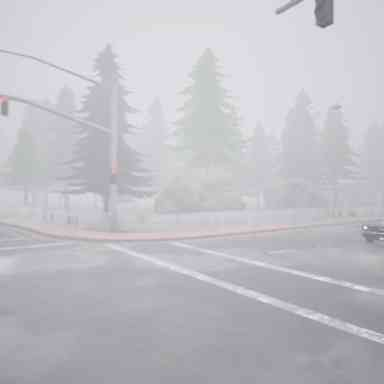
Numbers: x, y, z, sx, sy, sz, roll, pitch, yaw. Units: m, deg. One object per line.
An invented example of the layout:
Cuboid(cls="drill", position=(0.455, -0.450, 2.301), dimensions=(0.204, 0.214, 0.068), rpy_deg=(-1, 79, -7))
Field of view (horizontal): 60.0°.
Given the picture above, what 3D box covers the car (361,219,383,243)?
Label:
Cuboid(cls="car", position=(9.777, 1.647, 15.260), dimensions=(4.718, 1.301, 1.895), rpy_deg=(0, 0, -35))
